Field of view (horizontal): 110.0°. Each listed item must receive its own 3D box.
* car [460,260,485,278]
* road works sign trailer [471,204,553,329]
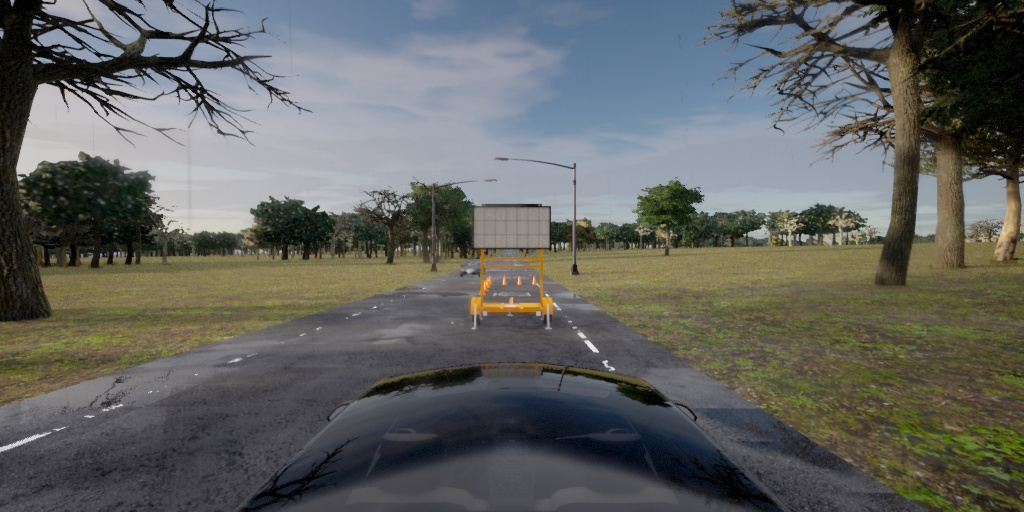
[{"bbox_3d":[-3.515,1.124,32.260,2.128,1.511,4.902,0,0,0],"label":"car"},{"bbox_3d":[-0.005,0.197,11.128,2.380,3.560,2.880,0,0,0],"label":"road works sign trailer"}]
